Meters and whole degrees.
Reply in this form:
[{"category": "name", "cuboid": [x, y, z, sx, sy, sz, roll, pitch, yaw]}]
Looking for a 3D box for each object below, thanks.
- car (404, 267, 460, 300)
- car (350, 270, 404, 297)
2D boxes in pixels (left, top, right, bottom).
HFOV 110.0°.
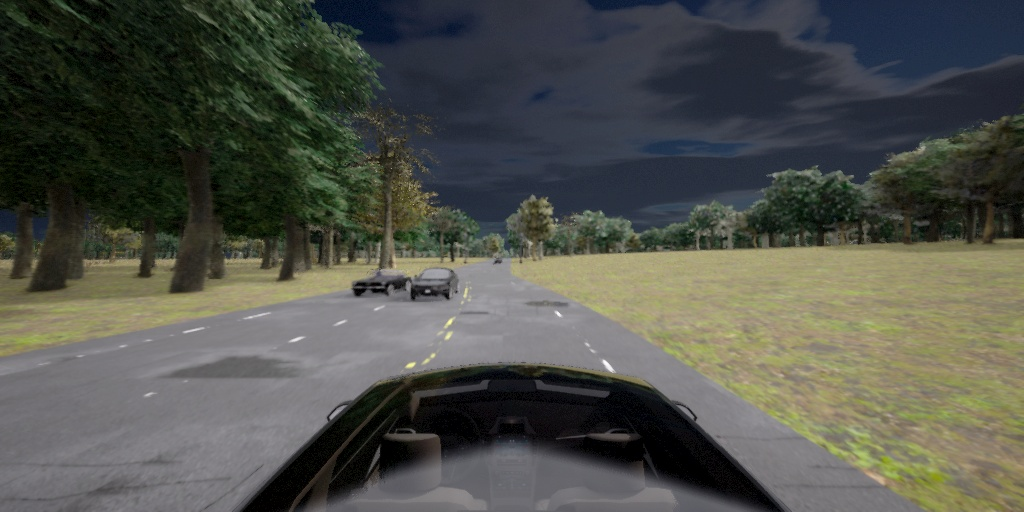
[{"category": "car", "cuboid": [-3.834, 1.313, 18.418, 1.882, 1.535, 5.008, 0, 0, -2]}, {"category": "car", "cuboid": [-7.027, 1.442, 19.793, 1.895, 1.301, 4.718, 0, 0, 1]}]
